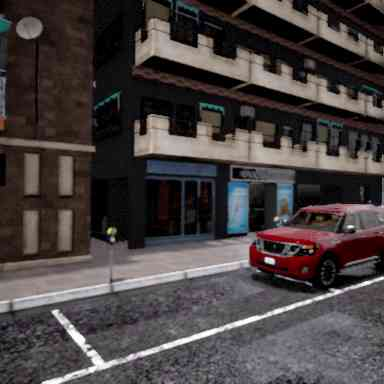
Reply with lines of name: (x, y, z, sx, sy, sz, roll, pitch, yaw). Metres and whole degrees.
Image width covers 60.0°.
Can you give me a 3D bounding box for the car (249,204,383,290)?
car: (3.890, 1.301, 9.315, 5.009, 1.841, 2.192, 0, 1, -35)
